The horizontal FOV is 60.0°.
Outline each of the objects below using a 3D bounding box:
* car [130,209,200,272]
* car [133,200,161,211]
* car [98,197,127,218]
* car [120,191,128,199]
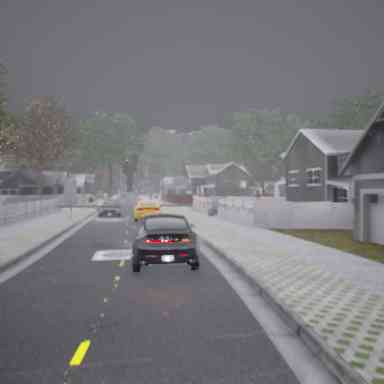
[{"bbox_3d":[-0.907,1.453,10.643,1.837,1.490,4.892,0,-1,-7],"label":"car"},{"bbox_3d":[-3.443,1.369,25.472,1.882,1.535,5.008,0,0,-11],"label":"car"},{"bbox_3d":[-7.150,1.437,29.565,2.033,1.411,5.357,0,0,-10],"label":"car"},{"bbox_3d":[-18.179,1.121,89.019,1.837,1.490,4.892,0,0,-11],"label":"car"}]
